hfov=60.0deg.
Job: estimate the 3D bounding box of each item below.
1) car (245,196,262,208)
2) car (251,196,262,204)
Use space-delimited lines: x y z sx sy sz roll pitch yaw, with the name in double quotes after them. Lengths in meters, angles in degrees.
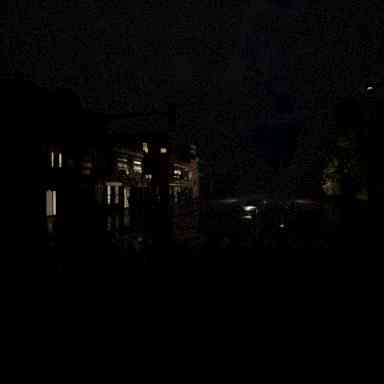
8.885 1.596 49.105 1.895 1.301 4.718 0 0 13 "car"
13.073 1.522 67.234 2.033 1.411 5.357 0 0 13 "car"
